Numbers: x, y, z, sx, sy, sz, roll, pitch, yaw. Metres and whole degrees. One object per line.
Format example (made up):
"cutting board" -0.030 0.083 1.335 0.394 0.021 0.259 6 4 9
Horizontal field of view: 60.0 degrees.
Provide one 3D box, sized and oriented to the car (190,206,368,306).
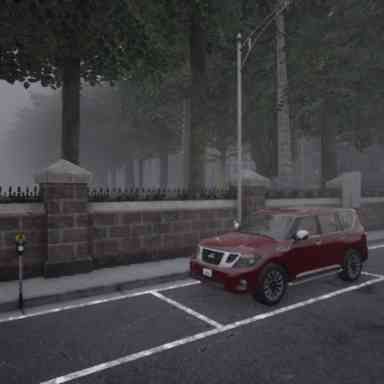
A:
"car" 2.359 1.311 8.215 5.009 1.841 2.192 0 0 -35
